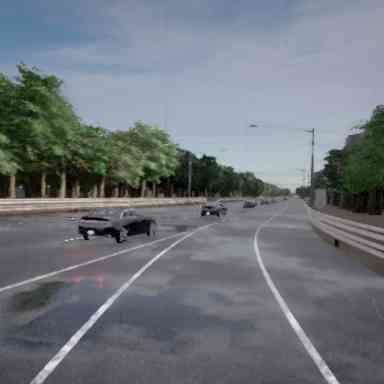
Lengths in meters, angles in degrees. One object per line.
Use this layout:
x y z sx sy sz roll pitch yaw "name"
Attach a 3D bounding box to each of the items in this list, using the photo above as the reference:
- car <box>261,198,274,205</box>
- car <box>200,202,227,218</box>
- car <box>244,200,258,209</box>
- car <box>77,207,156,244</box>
18.684 2.364 83.772 2.097 1.767 4.553 2 0 18 "car"
2.223 1.715 32.724 1.837 1.490 4.892 2 0 18 "car"
10.198 2.093 57.466 1.837 1.490 4.892 2 0 18 "car"
-3.297 1.440 15.593 2.128 1.511 4.902 2 0 18 "car"
